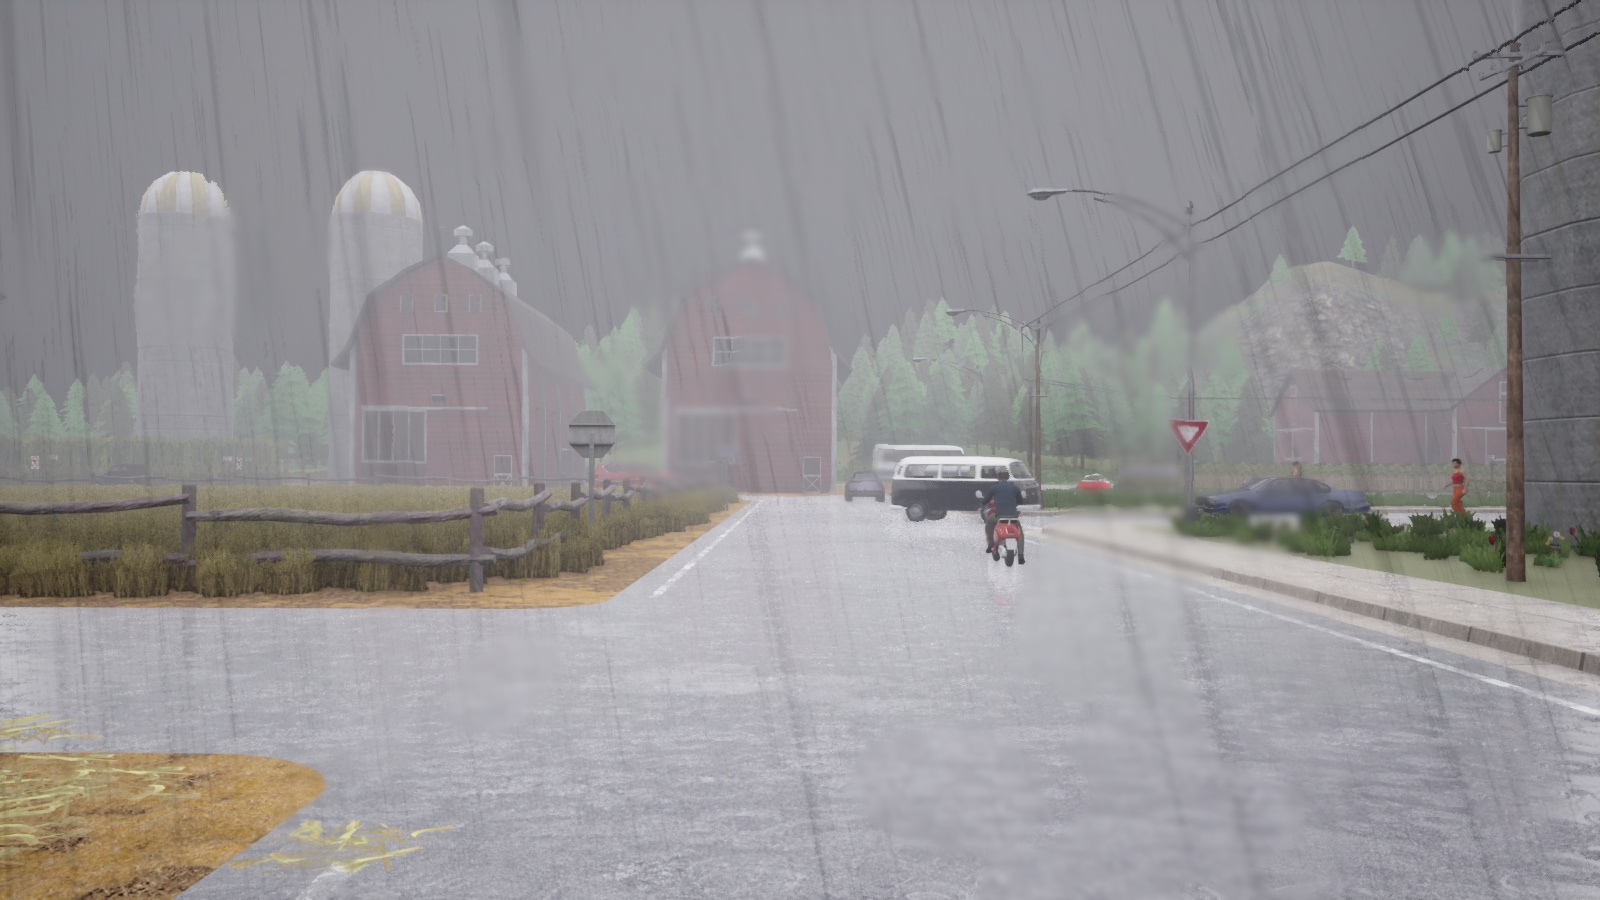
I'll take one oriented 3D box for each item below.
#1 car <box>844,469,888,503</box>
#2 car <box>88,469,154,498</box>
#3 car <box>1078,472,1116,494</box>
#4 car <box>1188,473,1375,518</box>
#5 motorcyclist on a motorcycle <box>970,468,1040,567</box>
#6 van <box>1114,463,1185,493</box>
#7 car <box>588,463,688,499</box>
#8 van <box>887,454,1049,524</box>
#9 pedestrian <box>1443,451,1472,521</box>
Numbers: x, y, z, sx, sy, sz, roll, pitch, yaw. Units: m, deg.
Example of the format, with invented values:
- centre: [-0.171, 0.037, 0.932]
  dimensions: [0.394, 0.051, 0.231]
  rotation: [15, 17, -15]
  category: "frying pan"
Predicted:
- centre: [3.339, 1.808, 64.289]
  dimensions: [2.033, 1.649, 4.856]
  rotation: [0, -1, 1]
  category: "car"
- centre: [-44.734, 2.176, 82.775]
  dimensions: [3.866, 1.878, 1.905]
  rotation: [-1, -1, 25]
  category: "car"
- centre: [19.586, 2.158, 82.805]
  dimensions: [2.207, 1.376, 1.481]
  rotation: [0, 0, 23]
  category: "car"
- centre: [15.803, 1.492, 41.409]
  dimensions: [5.357, 1.411, 2.033]
  rotation: [0, -1, -1]
  category: "car"
- centre: [3.442, 1.110, 21.231]
  dimensions: [0.866, 1.590, 1.817]
  rotation: [0, -1, 0]
  category: "motorcyclist on a motorcycle"
- centre: [23.762, 1.901, 85.461]
  dimensions: [4.442, 1.987, 1.775]
  rotation: [0, -1, 6]
  category: "van"
- centre: [-9.502, 1.809, 73.865]
  dimensions: [5.566, 2.045, 2.150]
  rotation: [0, -1, 0]
  category: "car"
- centre: [5.166, 1.165, 38.712]
  dimensions: [4.480, 2.038, 2.069]
  rotation: [-1, 0, 29]
  category: "van"
- centre: [17.484, 0.959, 33.397]
  dimensions: [0.594, 1.836, 0.345]
  rotation: [0, -1, 3]
  category: "pedestrian"
